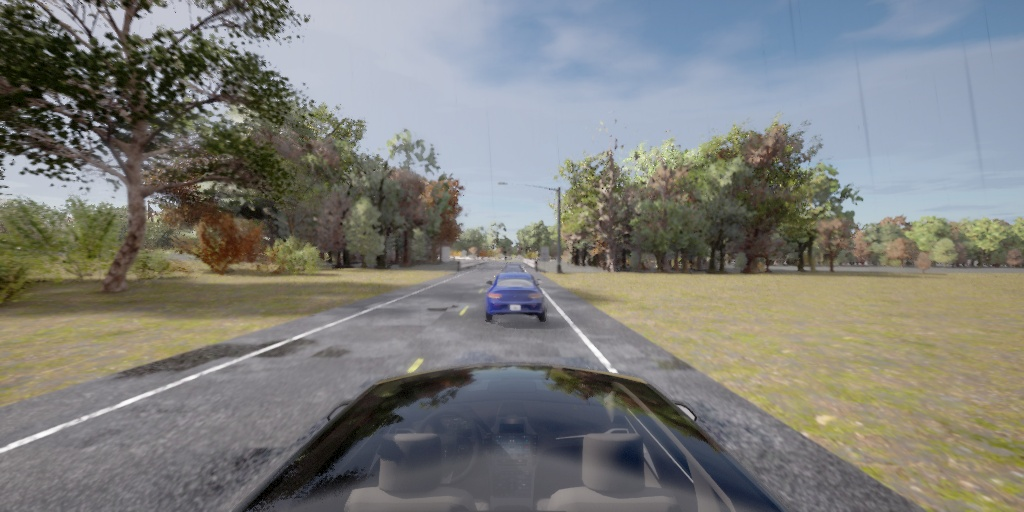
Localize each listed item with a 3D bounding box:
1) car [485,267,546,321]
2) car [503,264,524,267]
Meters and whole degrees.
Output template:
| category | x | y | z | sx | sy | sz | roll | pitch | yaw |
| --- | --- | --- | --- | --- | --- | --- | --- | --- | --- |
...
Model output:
| category | x | y | z | sx | sy | sz | roll | pitch | yaw |
| --- | --- | --- | --- | --- | --- | --- | --- | --- | --- |
| car | 0.098 | 1.271 | 12.267 | 1.812 | 1.442 | 4.674 | 0 | 0 | 0 |
| car | 0.094 | 1.303 | 29.000 | 1.994 | 1.385 | 4.181 | 0 | 0 | 0 |
